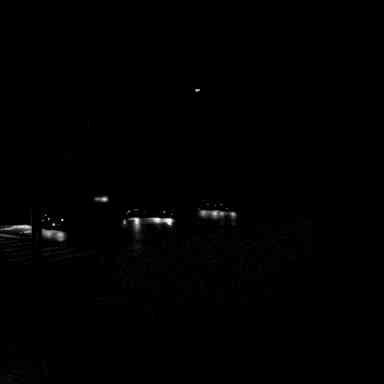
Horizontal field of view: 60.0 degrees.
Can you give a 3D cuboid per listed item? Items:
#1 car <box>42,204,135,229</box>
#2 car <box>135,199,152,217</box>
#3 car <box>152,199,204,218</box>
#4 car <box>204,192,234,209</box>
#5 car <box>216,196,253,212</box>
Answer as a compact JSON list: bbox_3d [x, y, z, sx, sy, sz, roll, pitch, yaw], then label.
[{"bbox_3d":[-6.476,1.489,21.420,2.033,1.411,5.357,0,0,35],"label":"car"},{"bbox_3d":[-3.999,1.416,30.547,1.837,1.490,4.892,0,0,35],"label":"car"},{"bbox_3d":[-1.146,1.467,28.968,1.994,1.385,4.181,0,0,35],"label":"car"},{"bbox_3d":[3.438,1.078,41.046,2.150,2.045,5.566,0,0,35],"label":"car"},{"bbox_3d":[5.042,1.458,37.692,1.895,1.301,4.718,0,0,36],"label":"car"}]
